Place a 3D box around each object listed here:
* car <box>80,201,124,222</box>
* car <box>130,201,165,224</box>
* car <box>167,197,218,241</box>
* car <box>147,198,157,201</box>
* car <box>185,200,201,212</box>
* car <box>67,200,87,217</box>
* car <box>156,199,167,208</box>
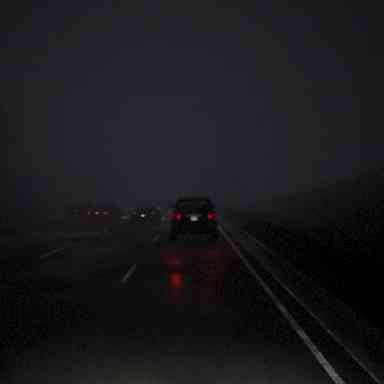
[{"bbox_3d":[-6.931,1.601,26.813,2.033,1.411,5.357,0,0,0],"label":"car"},{"bbox_3d":[-3.407,1.612,25.133,1.994,1.385,4.181,0,0,0],"label":"car"},{"bbox_3d":[0.091,1.253,17.035,2.150,2.045,5.566,0,0,0],"label":"car"},{"bbox_3d":[-6.915,1.676,59.536,1.994,1.385,4.181,0,0,0],"label":"car"},{"bbox_3d":[0.088,1.675,41.013,1.895,1.301,4.718,0,0,0],"label":"car"},{"bbox_3d":[-10.410,1.543,32.048,1.882,1.535,5.008,0,0,0],"label":"car"},{"bbox_3d":[-3.414,1.686,45.815,1.895,1.301,4.718,0,0,0],"label":"car"}]
